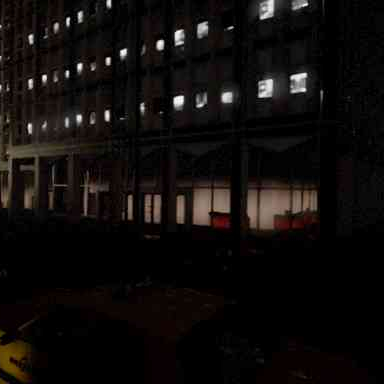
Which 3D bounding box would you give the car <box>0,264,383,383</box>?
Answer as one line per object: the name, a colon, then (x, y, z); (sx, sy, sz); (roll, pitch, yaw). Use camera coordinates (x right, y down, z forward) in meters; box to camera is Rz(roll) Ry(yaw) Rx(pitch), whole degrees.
car: (-0.745, 1.526, 3.389); (4.829, 1.417, 1.752); (0, 1, 36)
